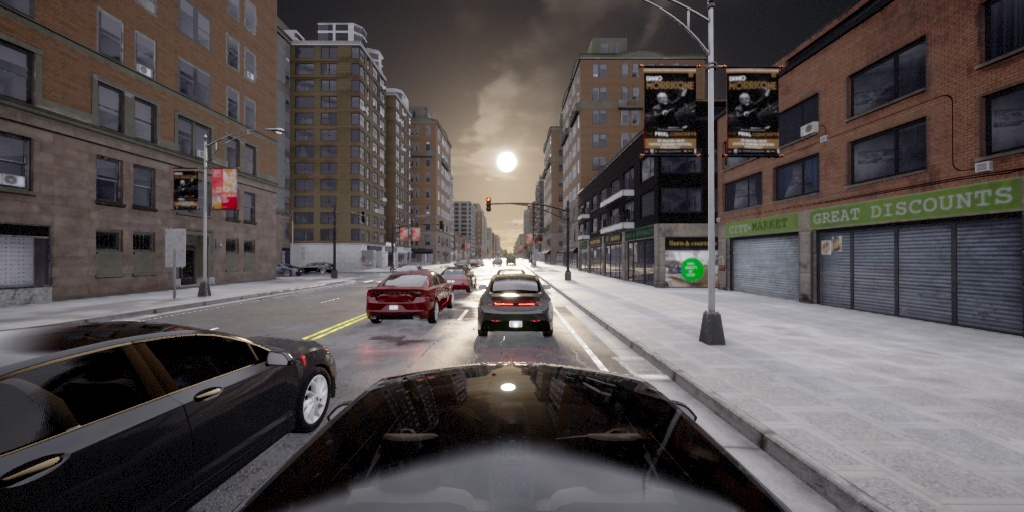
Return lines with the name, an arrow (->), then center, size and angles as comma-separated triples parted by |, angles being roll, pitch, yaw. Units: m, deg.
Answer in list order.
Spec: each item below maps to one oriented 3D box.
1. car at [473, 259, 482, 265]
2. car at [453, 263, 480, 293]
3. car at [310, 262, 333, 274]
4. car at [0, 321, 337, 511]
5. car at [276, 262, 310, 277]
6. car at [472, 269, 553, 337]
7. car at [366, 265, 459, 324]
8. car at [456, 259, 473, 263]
car -> -6.740, 1.254, 61.193 | 1.882, 1.535, 5.008 | 0, 0, 0
car -> -3.199, 1.317, 20.977 | 1.994, 1.385, 4.181 | 0, 0, -1
car -> -22.256, 1.347, 40.704 | 4.313, 1.339, 1.948 | 0, 0, 0
car -> -3.152, 1.255, 2.648 | 1.837, 1.490, 4.892 | 0, 0, 0
car -> -22.726, 1.315, 35.224 | 4.181, 1.385, 1.994 | 0, 0, 0
car -> 0.077, 1.256, 10.329 | 1.837, 1.490, 4.892 | 0, 0, 0
car -> -3.179, 1.229, 12.083 | 1.882, 1.535, 5.008 | 0, 0, 0
car -> -6.724, 1.272, 48.229 | 1.837, 1.490, 4.892 | 0, 0, 0
